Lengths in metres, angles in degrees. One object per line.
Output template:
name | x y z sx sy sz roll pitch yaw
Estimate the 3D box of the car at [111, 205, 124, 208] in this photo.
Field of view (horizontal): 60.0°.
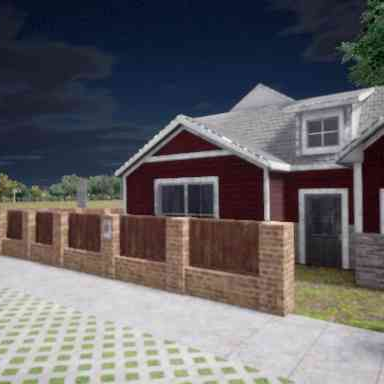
car | -6.419 1.904 30.445 2.128 1.511 4.902 -1 -1 35
